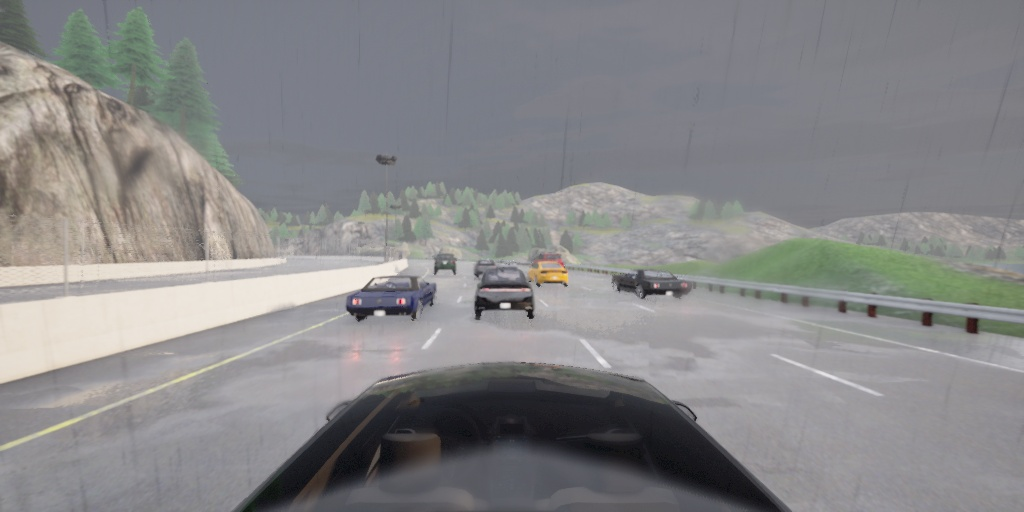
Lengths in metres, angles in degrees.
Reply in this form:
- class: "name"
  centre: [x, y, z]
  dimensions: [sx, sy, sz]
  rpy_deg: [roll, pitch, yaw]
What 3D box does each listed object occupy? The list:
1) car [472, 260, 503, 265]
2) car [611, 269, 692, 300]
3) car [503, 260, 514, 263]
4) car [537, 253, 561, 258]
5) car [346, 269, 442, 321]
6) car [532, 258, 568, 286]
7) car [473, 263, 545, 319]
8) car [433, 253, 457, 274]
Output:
- class: "car"
  centre: [-2.367, 1.051, 31.288]
  dimensions: [2.128, 1.511, 4.902]
  rpy_deg: [0, 0, -9]
- class: "car"
  centre: [6.391, 1.250, 17.136]
  dimensions: [1.895, 1.301, 4.718]
  rpy_deg: [0, 0, -5]
- class: "car"
  centre: [-0.784, 1.091, 41.861]
  dimensions: [1.895, 1.301, 4.718]
  rpy_deg: [0, 0, -12]
- class: "car"
  centre: [3.662, 0.739, 37.570]
  dimensions: [2.150, 2.045, 5.566]
  rpy_deg: [0, 0, -11]
- class: "car"
  centre: [-3.781, 1.284, 12.155]
  dimensions: [1.895, 1.301, 4.718]
  rpy_deg: [0, 0, -3]
- class: "car"
  centre: [2.243, 1.087, 23.304]
  dimensions: [1.882, 1.535, 5.008]
  rpy_deg: [0, 1, -6]
- class: "car"
  centre: [-0.315, 1.171, 12.541]
  dimensions: [2.128, 1.511, 4.902]
  rpy_deg: [0, 0, -3]
- class: "car"
  centre: [-6.884, 0.745, 36.902]
  dimensions: [2.150, 2.045, 5.566]
  rpy_deg: [0, 0, -11]
